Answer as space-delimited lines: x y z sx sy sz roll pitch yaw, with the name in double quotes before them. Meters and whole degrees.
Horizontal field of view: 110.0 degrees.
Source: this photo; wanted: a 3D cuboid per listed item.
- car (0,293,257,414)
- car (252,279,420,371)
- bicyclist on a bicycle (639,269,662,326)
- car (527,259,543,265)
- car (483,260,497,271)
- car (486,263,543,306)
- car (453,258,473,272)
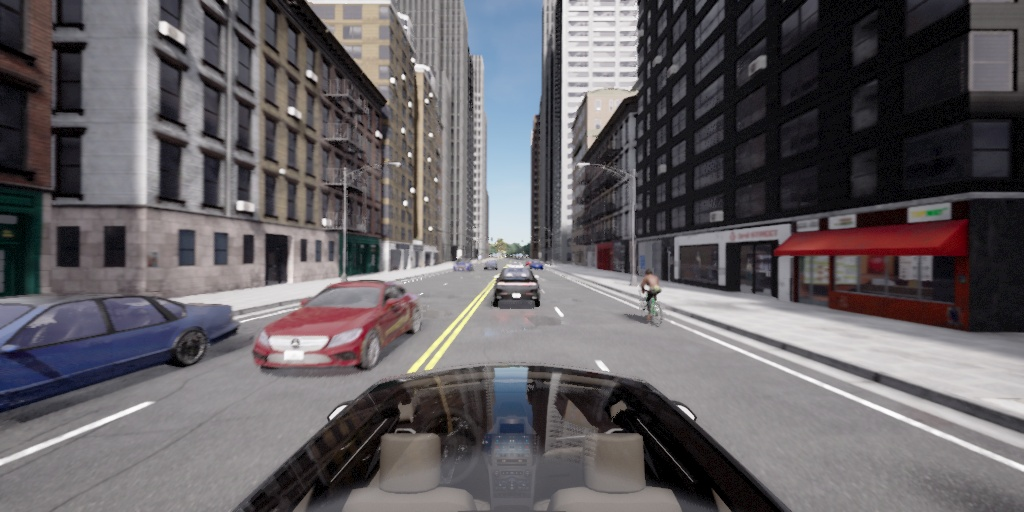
"car" -6.588 1.265 5.058 2.033 1.411 5.357 0 0 0
"car" -3.317 1.264 7.817 1.812 1.442 4.674 0 0 0
"bicyclist on a bicycle" 4.201 1.235 10.870 0.582 1.620 1.656 0 0 0
"car" 3.758 1.371 55.775 1.994 1.385 4.181 0 0 0
"car" -2.944 1.315 50.703 2.033 1.411 5.357 0 0 1
"car" 0.196 1.257 15.769 2.128 1.511 4.902 0 0 0
"car" -6.247 1.099 46.160 2.097 1.767 4.553 0 0 1
